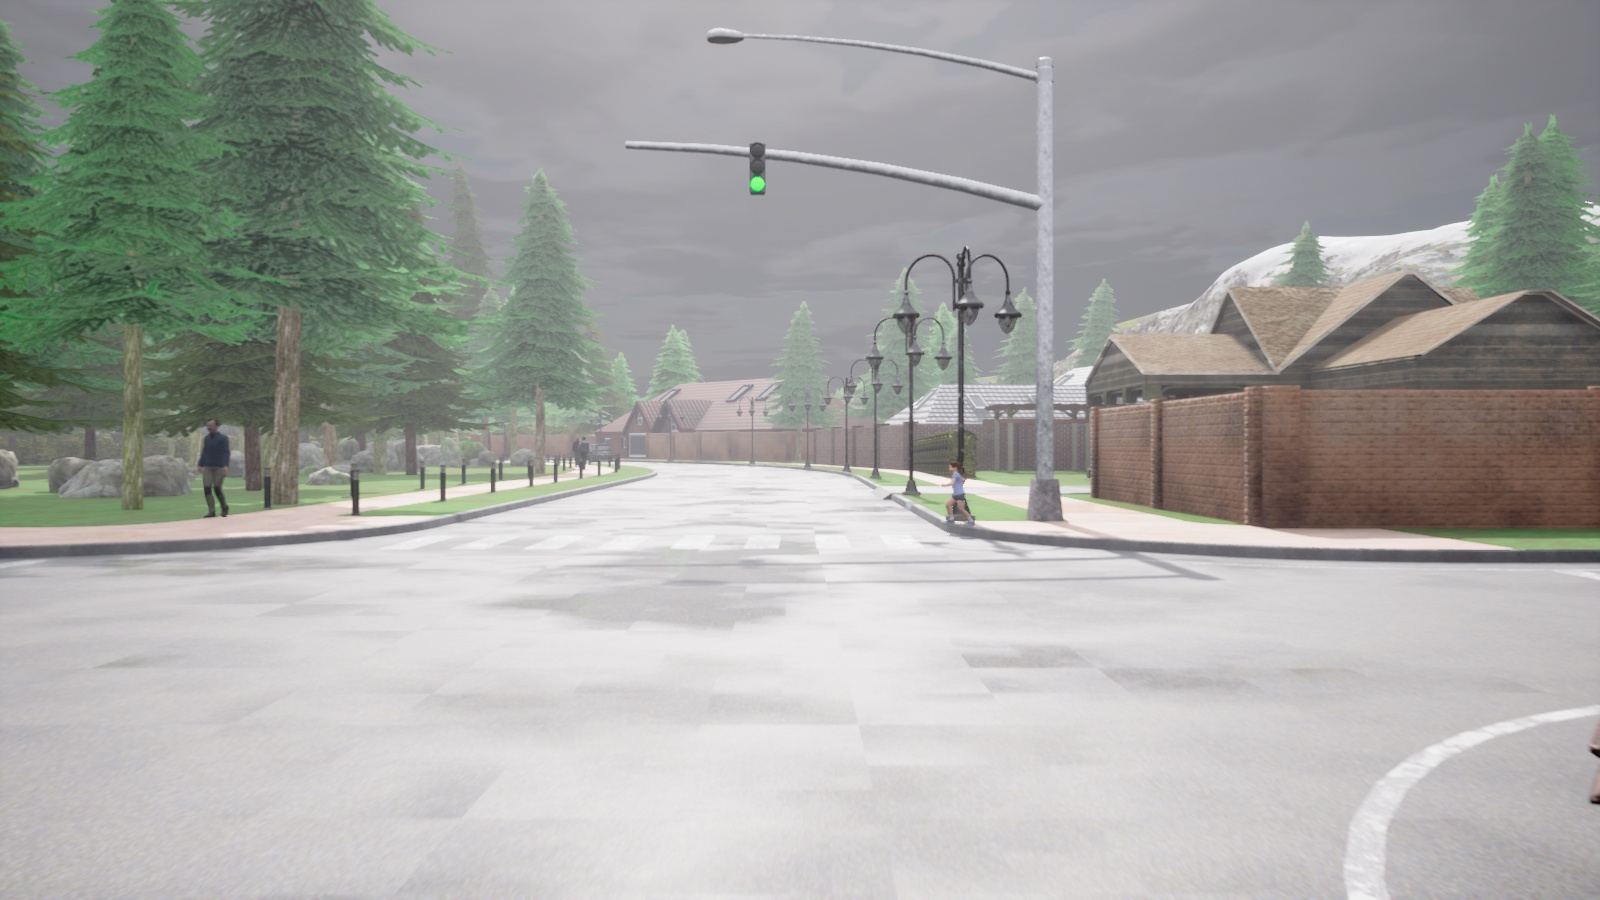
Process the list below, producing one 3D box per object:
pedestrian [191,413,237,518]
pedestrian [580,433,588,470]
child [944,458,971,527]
[{"bbox_3d":[-10.497,0.273,22.510,0.402,1.842,0.726,0,0,8],"label":"pedestrian"},{"bbox_3d":[-11.604,0.092,67.364,0.423,1.949,0.788,0,0,-9],"label":"pedestrian"},{"bbox_3d":[2.555,0.694,20.406,0.394,1.110,0.255,0,0,-1],"label":"child"}]
